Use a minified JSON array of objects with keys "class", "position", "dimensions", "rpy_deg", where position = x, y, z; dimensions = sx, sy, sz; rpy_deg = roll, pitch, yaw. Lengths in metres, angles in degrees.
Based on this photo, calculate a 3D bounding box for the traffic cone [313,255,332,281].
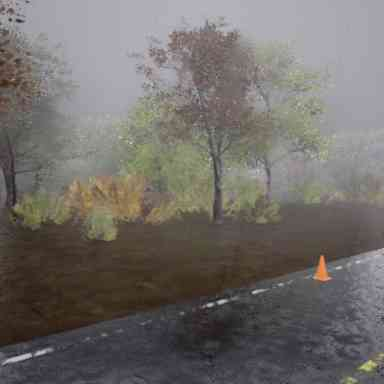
[{"class":"traffic cone","position":[3.316,1.906,8.471],"dimensions":[0.340,0.580,0.340],"rpy_deg":[-1,0,-38]}]
